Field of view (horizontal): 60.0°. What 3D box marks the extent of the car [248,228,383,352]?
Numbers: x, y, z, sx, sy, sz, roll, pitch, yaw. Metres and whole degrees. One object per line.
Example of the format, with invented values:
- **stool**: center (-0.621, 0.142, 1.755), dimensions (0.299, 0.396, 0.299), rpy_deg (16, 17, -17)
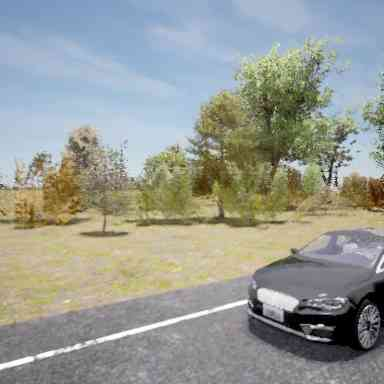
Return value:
- **car**: center (3.171, 1.489, 6.256), dimensions (4.902, 1.511, 2.128), rpy_deg (0, 0, -35)
